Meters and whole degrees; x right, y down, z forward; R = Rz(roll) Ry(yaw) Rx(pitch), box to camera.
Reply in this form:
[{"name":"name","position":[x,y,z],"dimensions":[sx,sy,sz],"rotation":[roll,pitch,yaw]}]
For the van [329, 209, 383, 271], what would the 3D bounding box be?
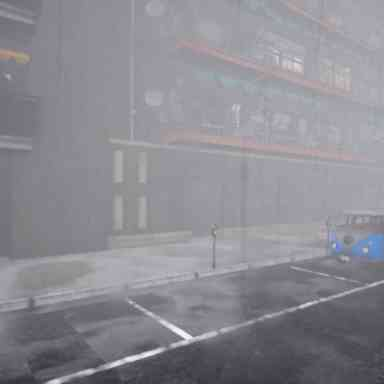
[{"name":"van","position":[6.211,1.447,10.987],"dimensions":[3.998,1.788,1.690],"rotation":[1,0,-36]}]
